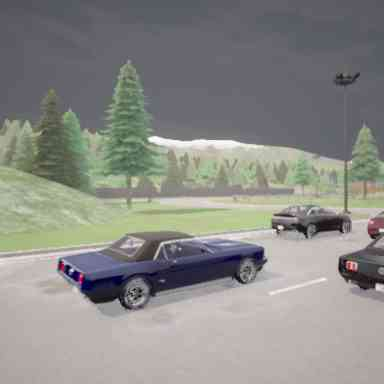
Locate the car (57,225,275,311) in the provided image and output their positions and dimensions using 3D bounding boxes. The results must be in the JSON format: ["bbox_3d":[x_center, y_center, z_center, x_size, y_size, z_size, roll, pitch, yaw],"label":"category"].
[{"bbox_3d":[-0.449,1.573,7.720,4.718,1.301,1.895,-1,0,-35],"label":"car"}]

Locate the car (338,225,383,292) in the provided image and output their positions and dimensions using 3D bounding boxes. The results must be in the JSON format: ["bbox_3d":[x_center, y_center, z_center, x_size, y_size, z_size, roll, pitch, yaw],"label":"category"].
[{"bbox_3d":[5.484,1.540,7.646,4.718,1.301,1.895,0,0,-35],"label":"car"}]

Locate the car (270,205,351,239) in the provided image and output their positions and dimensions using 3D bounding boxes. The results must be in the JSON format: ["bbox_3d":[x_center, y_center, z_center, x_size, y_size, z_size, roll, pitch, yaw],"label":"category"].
[{"bbox_3d":[6.021,1.392,16.621,4.902,1.511,2.128,0,0,-35],"label":"car"}]

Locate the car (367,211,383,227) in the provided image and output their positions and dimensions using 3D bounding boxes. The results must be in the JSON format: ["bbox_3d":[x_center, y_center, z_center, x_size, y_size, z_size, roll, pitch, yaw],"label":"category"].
[{"bbox_3d":[9.654,1.413,14.910,4.674,1.442,1.812,0,0,-35],"label":"car"}]
